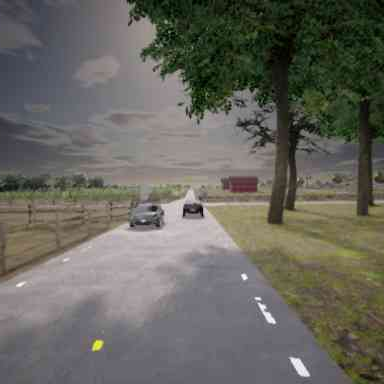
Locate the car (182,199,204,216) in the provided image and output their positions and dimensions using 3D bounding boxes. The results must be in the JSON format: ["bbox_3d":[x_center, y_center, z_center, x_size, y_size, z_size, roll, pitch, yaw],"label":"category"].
[{"bbox_3d":[0.104,1.426,31.715,1.882,1.535,5.008,0,0,0],"label":"car"}]

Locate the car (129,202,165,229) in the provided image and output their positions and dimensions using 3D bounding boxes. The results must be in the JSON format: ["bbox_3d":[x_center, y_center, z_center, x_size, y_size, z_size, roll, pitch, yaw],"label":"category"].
[{"bbox_3d":[-2.799,1.462,21.572,1.837,1.490,4.892,0,0,0],"label":"car"}]
